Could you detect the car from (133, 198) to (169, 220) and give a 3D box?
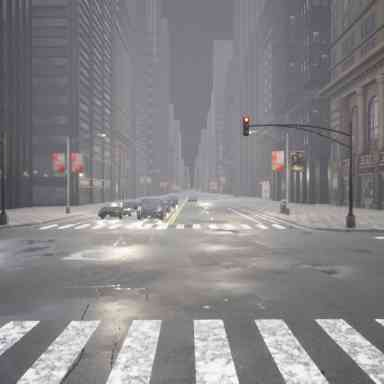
[{"bbox_3d":[-3.327,1.337,27.998,2.097,1.767,4.553,0,0,0],"label":"car"}]

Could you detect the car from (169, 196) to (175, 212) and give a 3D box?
[{"bbox_3d":[-3.320,1.524,37.472,2.033,1.411,5.357,0,0,0],"label":"car"}]

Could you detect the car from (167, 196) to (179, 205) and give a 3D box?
[{"bbox_3d":[-3.273,1.455,57.745,1.837,1.490,4.892,0,0,0],"label":"car"}]

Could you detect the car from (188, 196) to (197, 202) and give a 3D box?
[{"bbox_3d":[0.138,1.469,70.256,2.033,1.411,5.357,0,0,0],"label":"car"}]

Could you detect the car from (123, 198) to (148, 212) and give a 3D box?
[{"bbox_3d":[-6.567,1.523,39.355,2.033,1.411,5.357,0,0,0],"label":"car"}]

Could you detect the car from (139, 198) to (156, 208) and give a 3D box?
[{"bbox_3d":[-6.565,1.565,49.441,1.895,1.301,4.718,0,0,0],"label":"car"}]

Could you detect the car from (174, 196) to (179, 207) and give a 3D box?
[{"bbox_3d":[-3.319,1.531,47.371,1.994,1.385,4.181,0,0,0],"label":"car"}]

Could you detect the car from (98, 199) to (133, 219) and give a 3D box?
[{"bbox_3d":[-6.551,1.531,29.257,2.033,1.411,5.357,0,0,4],"label":"car"}]
